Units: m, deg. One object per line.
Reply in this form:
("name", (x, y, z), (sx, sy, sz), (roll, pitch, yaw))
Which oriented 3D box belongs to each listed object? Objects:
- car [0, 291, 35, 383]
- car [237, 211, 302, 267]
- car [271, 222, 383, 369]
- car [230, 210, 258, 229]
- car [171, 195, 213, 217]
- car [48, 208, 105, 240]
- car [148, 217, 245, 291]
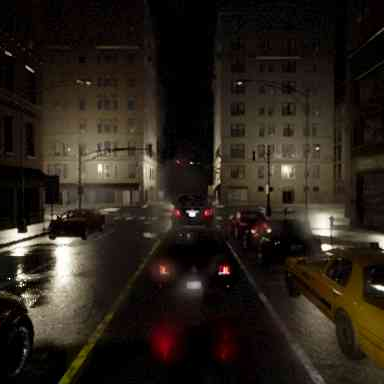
("car", (-2.999, 1.559, 2.542), (1.994, 1.385, 4.181), (0, 0, 0))
("car", (2.879, 1.544, 11.147), (1.947, 1.339, 4.313), (-1, 0, 0))
("car", (2.871, 1.514, 5.731), (1.752, 1.417, 4.829), (-1, 0, 0))
("car", (2.887, 1.549, 16.733), (1.802, 1.307, 4.206), (-1, 0, 0))
("car", (0.020, 1.184, 18.895), (2.150, 2.045, 5.566), (0, 0, 0))
("car", (-5.659, 1.512, 16.741), (1.887, 1.381, 4.507), (-1, 0, 0))
("car", (0.057, 1.584, 8.904), (1.895, 1.301, 4.718), (0, 0, 0))
